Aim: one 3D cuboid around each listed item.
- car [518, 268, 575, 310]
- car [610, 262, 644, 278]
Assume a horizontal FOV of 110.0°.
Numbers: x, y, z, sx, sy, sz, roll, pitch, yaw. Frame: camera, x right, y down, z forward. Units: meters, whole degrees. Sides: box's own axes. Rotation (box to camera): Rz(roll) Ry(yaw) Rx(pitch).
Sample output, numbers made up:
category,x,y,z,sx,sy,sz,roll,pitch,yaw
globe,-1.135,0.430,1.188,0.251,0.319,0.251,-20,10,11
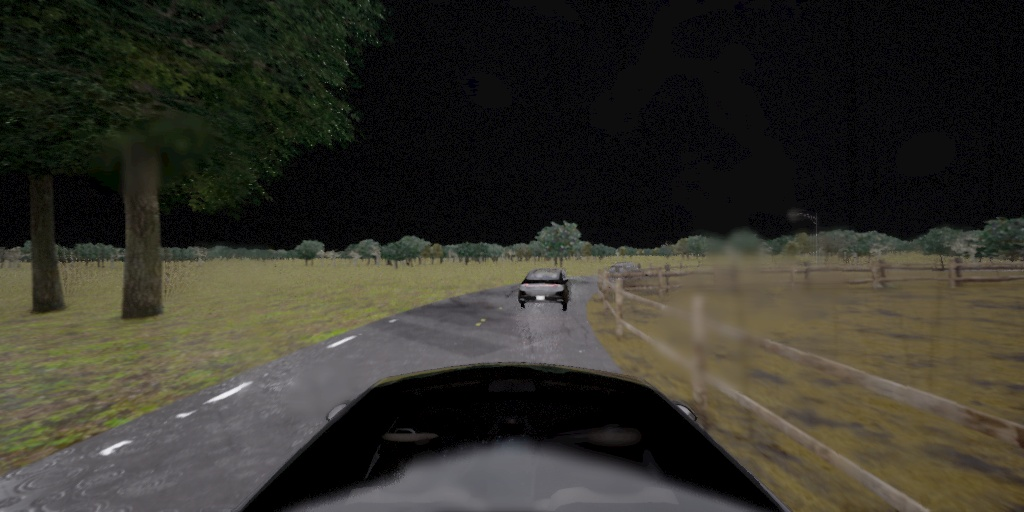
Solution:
category,x,y,z,sx,sy,sz,roll,pitch,yaw
car,1.516,1.259,14.921,2.128,1.511,4.902,0,0,12
car,10.871,1.287,33.688,2.128,1.511,4.902,0,0,39
